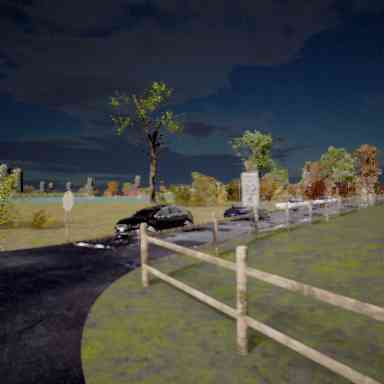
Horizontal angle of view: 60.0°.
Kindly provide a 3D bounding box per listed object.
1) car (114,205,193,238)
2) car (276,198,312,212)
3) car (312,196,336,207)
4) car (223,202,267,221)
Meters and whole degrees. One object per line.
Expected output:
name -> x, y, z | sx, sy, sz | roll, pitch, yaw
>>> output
car -> -1.842, 1.481, 17.292 | 1.837, 1.490, 4.892 | -2, -1, 35
car -> 10.182, 1.331, 33.538 | 1.895, 1.301, 4.718 | -2, -1, 37
car -> 16.736, 1.200, 42.287 | 1.895, 1.301, 4.718 | -2, -1, 37
car -> 4.044, 1.419, 25.282 | 1.994, 1.385, 4.181 | -2, -1, 36
